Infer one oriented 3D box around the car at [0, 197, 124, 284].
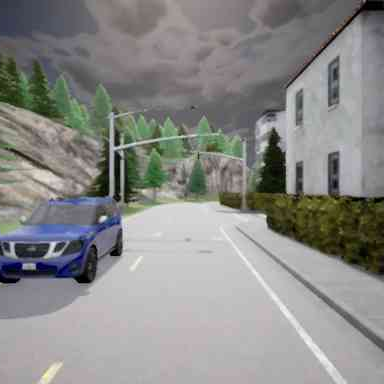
[{"bbox_3d":[-3.531,1.209,9.943,2.150,2.045,5.566,0,1,0],"label":"car"}]
